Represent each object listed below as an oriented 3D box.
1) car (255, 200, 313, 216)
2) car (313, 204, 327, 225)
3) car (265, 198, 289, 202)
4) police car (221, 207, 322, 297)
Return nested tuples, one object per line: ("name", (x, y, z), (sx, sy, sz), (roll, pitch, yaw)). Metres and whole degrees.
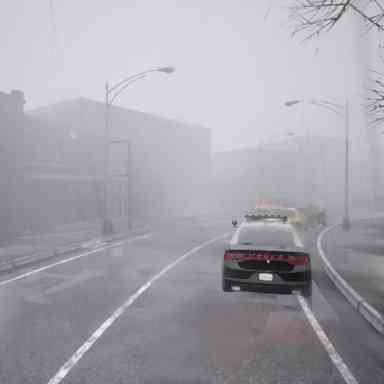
("car", (5.078, 1.469, 17.783), (1.801, 1.575, 5.366), (1, 0, 26))
("car", (7.775, 1.535, 22.480), (1.837, 1.490, 4.892), (1, 0, 34))
("car", (7.164, 1.340, 28.916), (2.097, 1.767, 4.553), (1, 1, 42))
("police car", (1.973, 1.427, 8.902), (1.930, 1.638, 5.238), (0, 0, 12))
